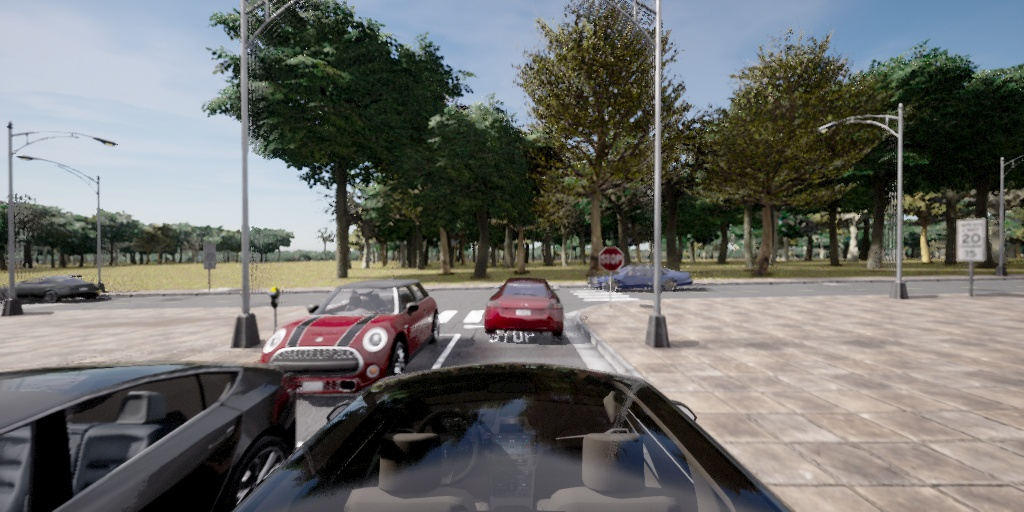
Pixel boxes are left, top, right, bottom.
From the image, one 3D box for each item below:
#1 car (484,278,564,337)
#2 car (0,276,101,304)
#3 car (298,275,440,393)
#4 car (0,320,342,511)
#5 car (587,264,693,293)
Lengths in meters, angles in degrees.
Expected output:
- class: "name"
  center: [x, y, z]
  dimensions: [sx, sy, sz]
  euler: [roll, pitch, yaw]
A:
- class: "car"
  center: [0.423, 1.319, 10.308]
  dimensions: [1.994, 1.385, 4.181]
  euler: [1, -1, 4]
- class: "car"
  center: [-25.324, 1.810, 19.528]
  dimensions: [4.181, 1.385, 1.994]
  euler: [-1, 1, 0]
- class: "car"
  center: [-2.638, 1.204, 6.745]
  dimensions: [1.967, 1.591, 4.097]
  euler: [0, 0, 0]
- class: "car"
  center: [-2.638, 1.315, 1.310]
  dimensions: [1.948, 1.339, 4.313]
  euler: [0, 0, 0]
- class: "car"
  center: [6.869, 1.174, 19.508]
  dimensions: [5.357, 1.411, 2.033]
  euler: [-1, 1, 0]
